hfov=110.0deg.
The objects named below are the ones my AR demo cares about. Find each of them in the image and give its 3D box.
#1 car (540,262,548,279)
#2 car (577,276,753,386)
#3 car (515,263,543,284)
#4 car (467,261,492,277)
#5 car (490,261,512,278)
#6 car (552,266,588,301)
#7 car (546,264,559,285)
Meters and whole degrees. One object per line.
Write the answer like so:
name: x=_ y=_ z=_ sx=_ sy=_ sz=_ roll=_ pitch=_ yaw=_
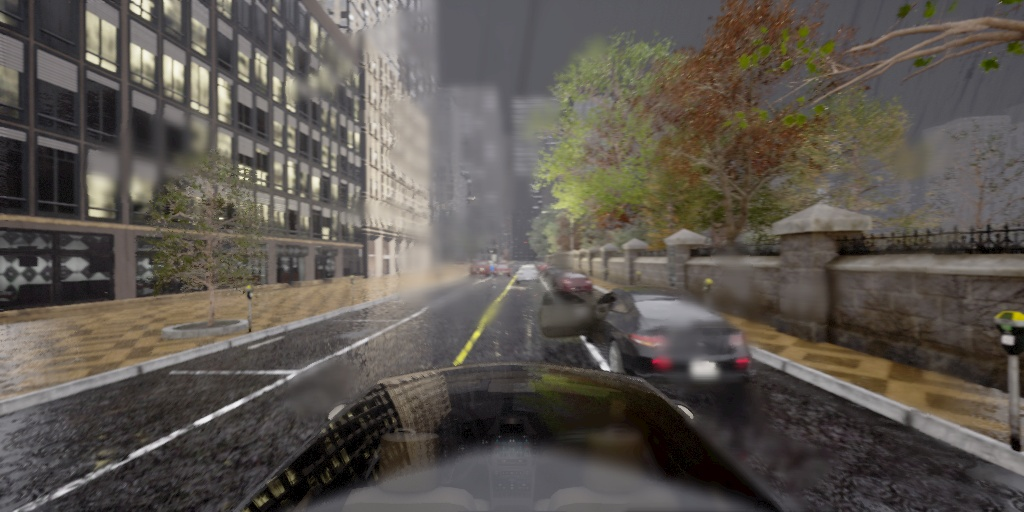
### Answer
car: x=4.178 y=1.572 z=36.624 sx=1.948 sy=1.339 sz=4.313 roll=0 pitch=0 yaw=2
car: x=2.539 y=1.281 z=6.844 sx=1.812 sy=1.442 sz=4.674 roll=-1 pitch=-1 yaw=3
car: x=1.331 y=1.513 z=29.431 sx=1.812 sy=1.442 sz=4.674 roll=-1 pitch=0 yaw=3
car: x=-3.595 y=1.507 z=42.613 sx=2.192 sy=1.841 sz=5.009 roll=0 pitch=0 yaw=2
car: x=-1.044 y=1.654 z=40.387 sx=1.812 sy=1.442 sz=4.674 roll=-1 pitch=-1 yaw=3
car: x=3.460 y=1.445 z=19.990 sx=1.802 sy=1.307 sz=4.207 roll=0 pitch=0 yaw=2
car: x=3.699 y=1.477 z=25.534 sx=1.948 sy=1.339 sz=4.313 roll=0 pitch=0 yaw=2
